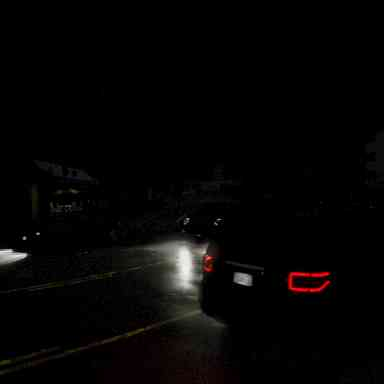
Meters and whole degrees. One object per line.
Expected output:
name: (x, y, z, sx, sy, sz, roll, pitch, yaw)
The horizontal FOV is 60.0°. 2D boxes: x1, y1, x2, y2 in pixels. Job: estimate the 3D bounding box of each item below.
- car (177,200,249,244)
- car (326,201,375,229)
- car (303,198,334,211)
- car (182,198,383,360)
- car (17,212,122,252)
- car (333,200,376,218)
car: (1.253, 1.352, 16.866, 2.097, 1.767, 4.553, 0, 0, 25)
car: (10.834, 1.477, 23.114, 1.882, 1.535, 5.008, 0, 0, 11)
car: (15.493, 1.491, 41.097, 2.128, 1.511, 4.902, 0, 0, 2)
car: (2.528, 1.223, 6.312, 2.150, 2.045, 5.566, 0, 1, 44)
car: (-5.035, 1.564, 14.096, 1.994, 1.385, 4.181, 0, 0, 40)
car: (14.993, 1.505, 30.972, 1.837, 1.490, 4.892, 0, 0, 4)
